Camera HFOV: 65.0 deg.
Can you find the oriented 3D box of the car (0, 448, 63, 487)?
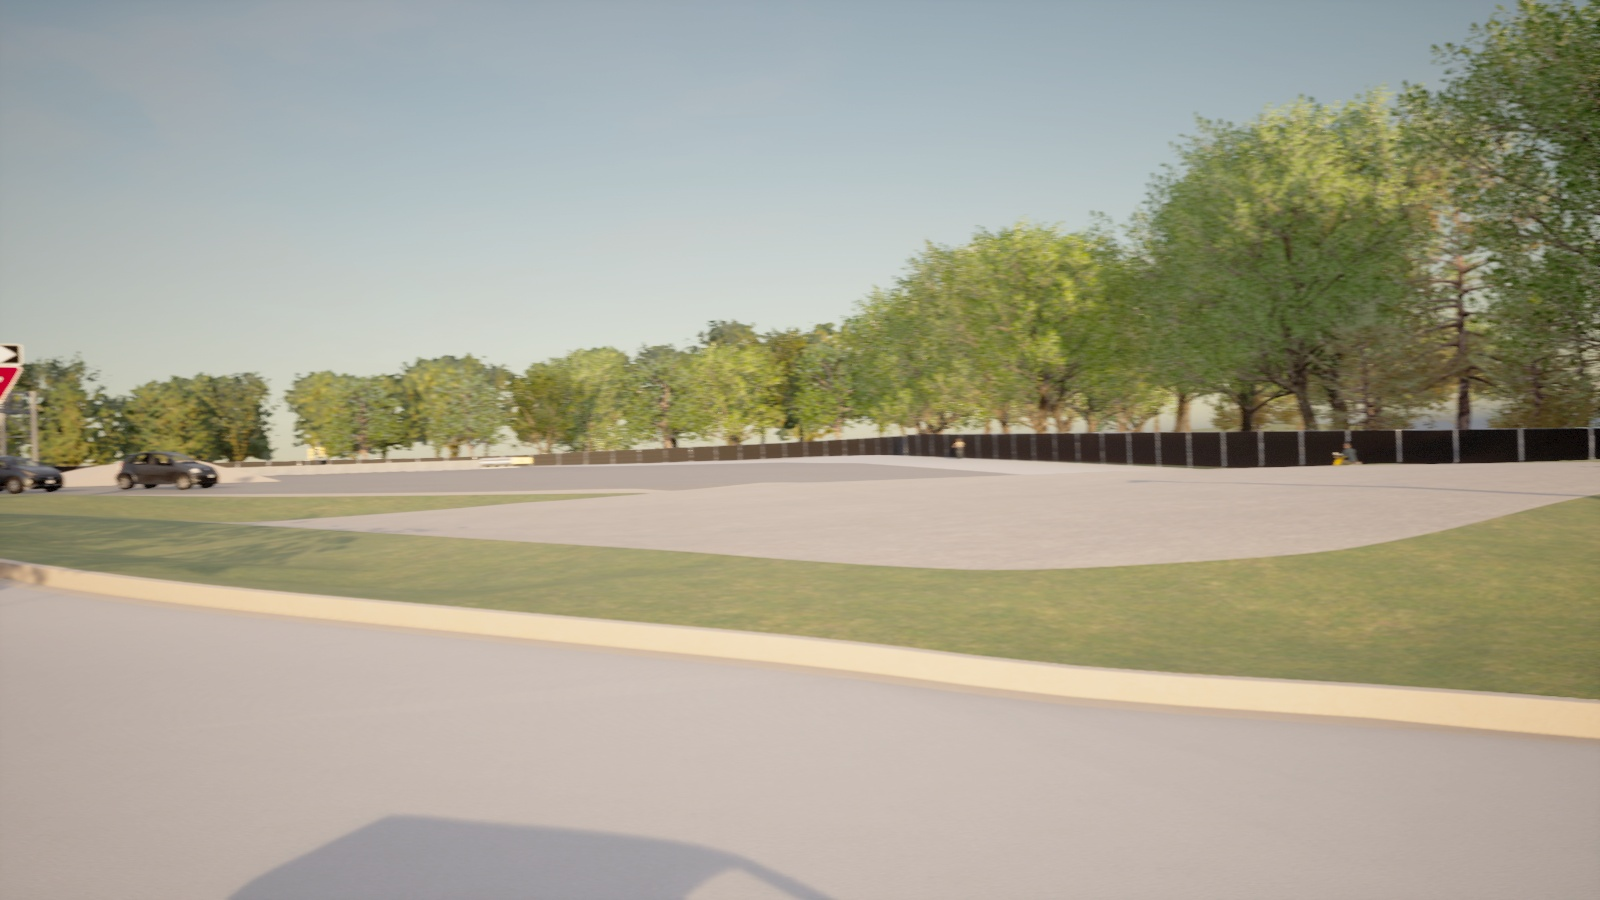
[{"bbox_3d":[-32.333,0.709,50.586,4.514,1.525,2.007,0,0,17],"label":"car"}]

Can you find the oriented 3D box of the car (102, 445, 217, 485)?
[{"bbox_3d":[-27.082,0.614,53.150,3.988,1.617,1.851,0,0,9],"label":"car"}]
